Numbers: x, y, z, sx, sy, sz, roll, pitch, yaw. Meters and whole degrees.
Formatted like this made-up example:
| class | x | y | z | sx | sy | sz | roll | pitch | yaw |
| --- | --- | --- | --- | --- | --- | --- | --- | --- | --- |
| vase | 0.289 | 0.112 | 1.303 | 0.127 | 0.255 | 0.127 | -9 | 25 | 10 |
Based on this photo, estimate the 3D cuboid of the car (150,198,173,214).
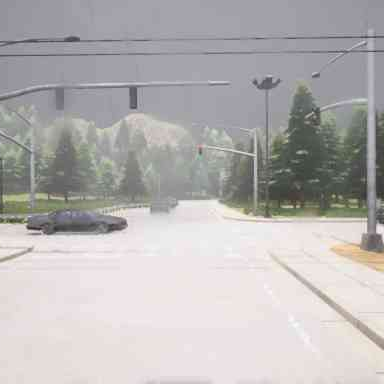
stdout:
| class | x | y | z | sx | sy | sz | roll | pitch | yaw |
| --- | --- | --- | --- | --- | --- | --- | --- | --- | --- |
| car | -3.518 | 1.682 | 37.506 | 1.994 | 1.385 | 4.181 | 0 | 0 | 0 |

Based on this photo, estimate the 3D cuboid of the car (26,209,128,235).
| class | x | y | z | sx | sy | sz | roll | pitch | yaw |
| --- | --- | --- | --- | --- | --- | --- | --- | --- | --- |
| car | -6.427 | 1.652 | 18.874 | 5.357 | 1.411 | 2.033 | 0 | 0 | 1 |

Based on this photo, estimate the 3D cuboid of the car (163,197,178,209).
| class | x | y | z | sx | sy | sz | roll | pitch | yaw |
| --- | --- | --- | --- | --- | --- | --- | --- | --- | --- |
| car | -3.476 | 1.494 | 47.215 | 2.097 | 1.767 | 4.553 | 0 | 0 | 0 |

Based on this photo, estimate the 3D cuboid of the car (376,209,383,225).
| class | x | y | z | sx | sy | sz | roll | pitch | yaw |
| --- | --- | --- | --- | --- | --- | --- | --- | --- | --- |
| car | 14.629 | 1.362 | 22.146 | 4.553 | 1.767 | 2.097 | 0 | 0 | 1 |
